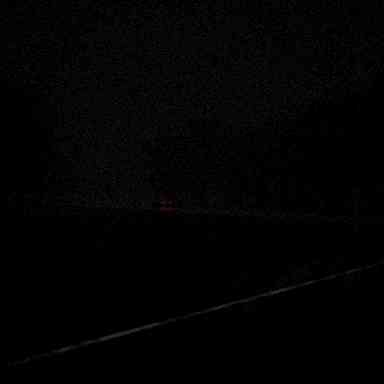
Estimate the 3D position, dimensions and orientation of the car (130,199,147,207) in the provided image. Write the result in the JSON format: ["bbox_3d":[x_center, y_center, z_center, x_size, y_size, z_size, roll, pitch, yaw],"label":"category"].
[{"bbox_3d":[-10.359,2.061,64.071,1.882,1.535,5.008,2,-2,-34],"label":"car"}]

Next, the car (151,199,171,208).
[{"bbox_3d":[-5.349,1.965,56.837,1.812,1.442,4.674,2,-2,-34],"label":"car"}]
